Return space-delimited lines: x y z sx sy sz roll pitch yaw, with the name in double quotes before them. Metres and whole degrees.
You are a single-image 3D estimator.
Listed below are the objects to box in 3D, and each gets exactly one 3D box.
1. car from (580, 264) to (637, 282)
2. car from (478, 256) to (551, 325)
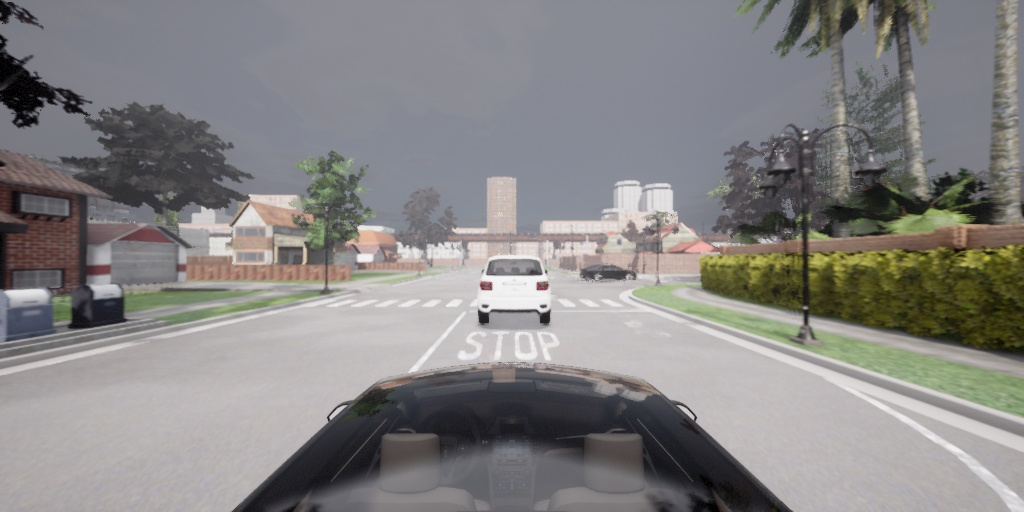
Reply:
"car" 8.251 1.437 30.581 4.892 1.490 1.837 0 -3 -12
"car" 0.087 1.066 12.444 2.150 2.045 5.566 0 -2 0
